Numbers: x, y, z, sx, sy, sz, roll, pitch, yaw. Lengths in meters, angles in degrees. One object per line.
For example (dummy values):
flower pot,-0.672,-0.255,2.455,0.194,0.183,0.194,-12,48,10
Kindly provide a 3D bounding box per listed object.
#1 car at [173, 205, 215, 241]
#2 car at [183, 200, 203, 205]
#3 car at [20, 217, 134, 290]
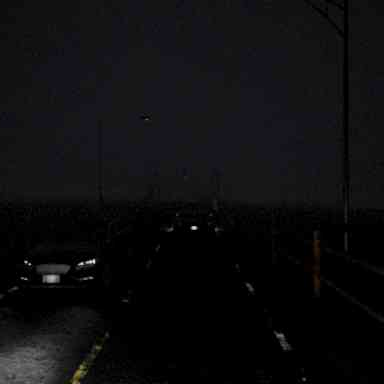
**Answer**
car,0.096,1.573,16.842,1.994,1.385,4.181,0,0,0
car,0.093,1.500,33.181,1.882,1.535,5.008,0,0,0
car,-2.851,1.496,9.194,2.128,1.511,4.902,0,0,0
